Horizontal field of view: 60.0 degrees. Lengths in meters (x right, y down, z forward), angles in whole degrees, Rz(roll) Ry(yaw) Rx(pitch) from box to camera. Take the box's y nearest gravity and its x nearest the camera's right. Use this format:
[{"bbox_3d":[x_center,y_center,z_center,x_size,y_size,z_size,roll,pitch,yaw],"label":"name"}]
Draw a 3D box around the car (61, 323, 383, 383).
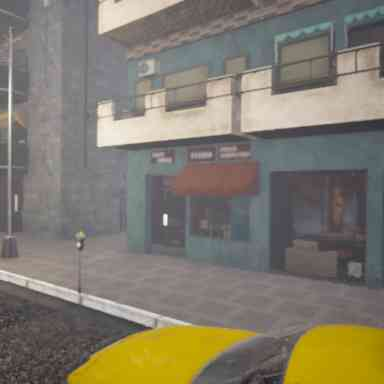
[{"bbox_3d":[1.040,1.525,2.119,4.829,1.417,1.752,0,1,35],"label":"car"}]
